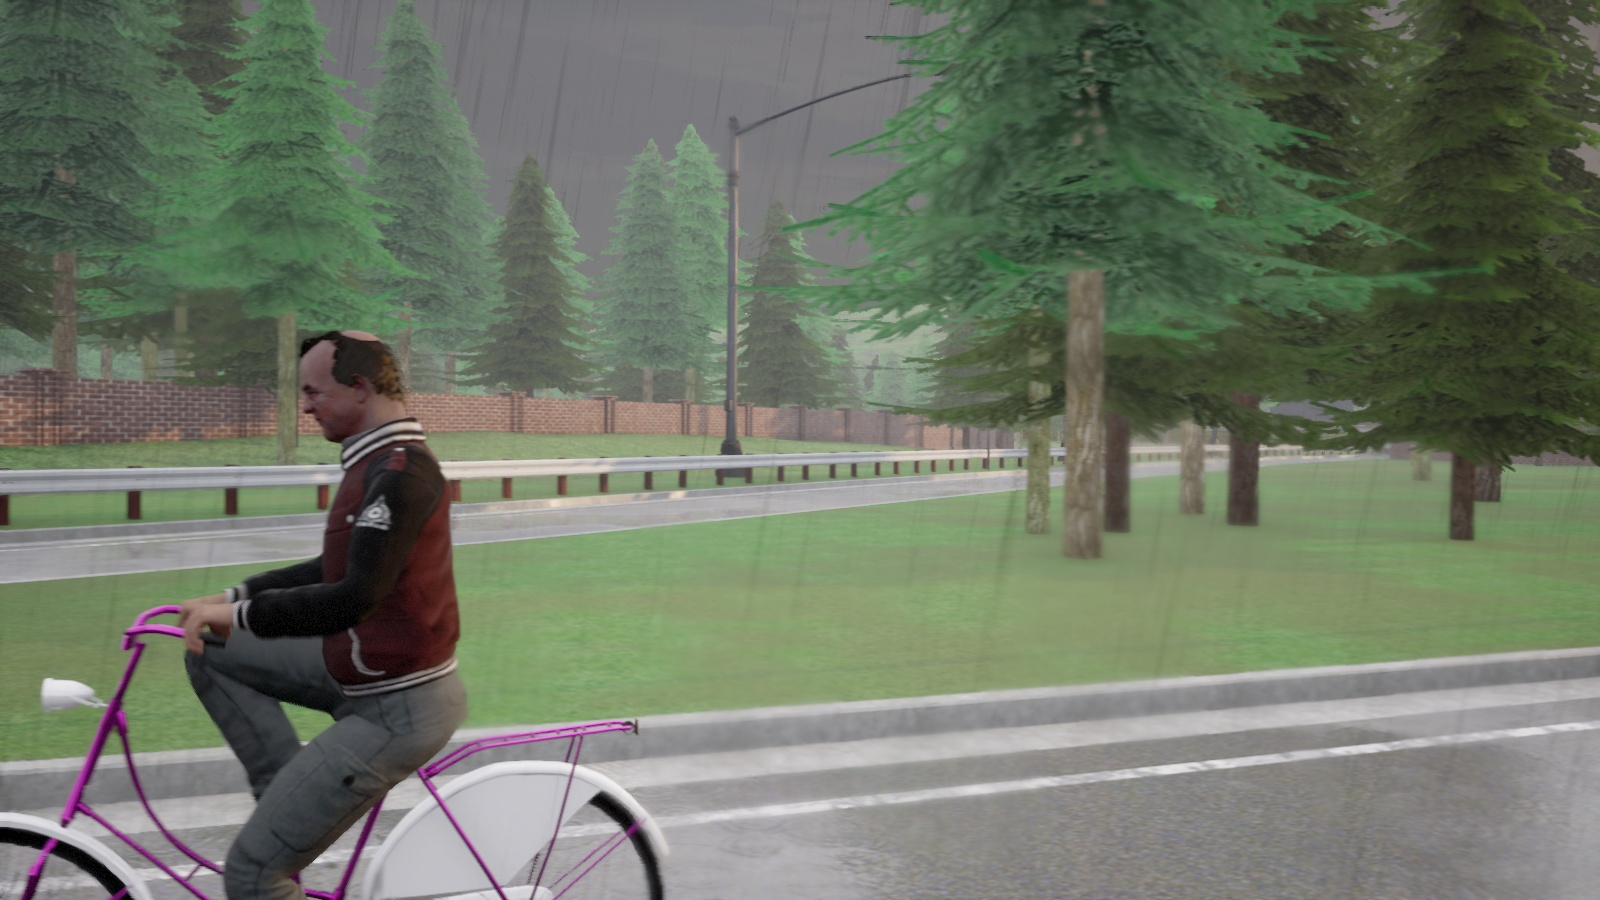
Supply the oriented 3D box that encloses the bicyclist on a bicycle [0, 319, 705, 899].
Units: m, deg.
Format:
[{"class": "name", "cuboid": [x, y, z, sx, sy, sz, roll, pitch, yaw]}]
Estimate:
[{"class": "bicyclist on a bicycle", "cuboid": [-1.195, 0.636, 2.783, 1.843, 1.776, 0.659, -1, 1, -21]}]
